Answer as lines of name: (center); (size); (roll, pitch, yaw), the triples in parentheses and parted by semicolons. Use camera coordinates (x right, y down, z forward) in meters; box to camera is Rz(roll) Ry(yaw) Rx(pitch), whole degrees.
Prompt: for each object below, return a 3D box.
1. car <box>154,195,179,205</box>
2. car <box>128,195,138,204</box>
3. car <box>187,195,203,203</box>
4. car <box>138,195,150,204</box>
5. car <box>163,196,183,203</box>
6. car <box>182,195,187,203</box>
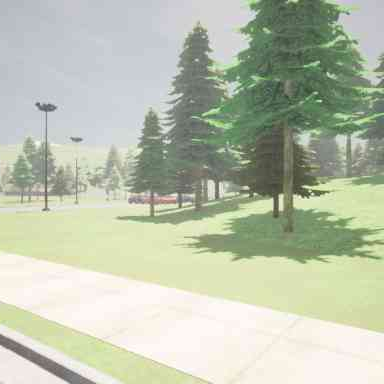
car: (-4.525, 1.352, 59.372); (2.097, 1.767, 4.553); (0, 0, 37)
car: (-9.988, 1.352, 63.682); (2.097, 1.767, 4.553); (0, 0, 37)
car: (1.509, 1.564, 67.696); (1.994, 1.385, 4.181); (0, 0, 36)
car: (-7.226, 1.352, 61.608); (2.097, 1.767, 4.553); (0, 0, 37)
car: (-4.092, 1.554, 71.876); (1.994, 1.385, 4.181); (0, 0, 36)
car: (-1.578, 1.352, 69.406); (2.097, 1.767, 4.553); (0, 0, 36)
